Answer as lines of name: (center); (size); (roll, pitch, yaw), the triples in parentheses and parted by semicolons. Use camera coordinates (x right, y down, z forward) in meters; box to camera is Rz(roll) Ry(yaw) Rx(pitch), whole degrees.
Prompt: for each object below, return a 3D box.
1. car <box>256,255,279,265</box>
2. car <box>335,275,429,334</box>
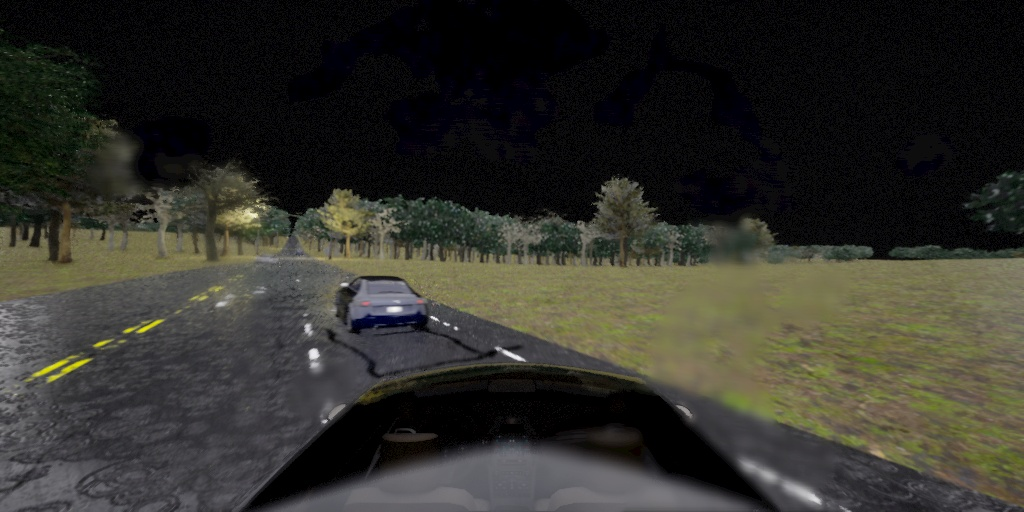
car: (-32.633, 0.551, 47.864); (1.895, 1.301, 4.718); (2, 0, -24)
car: (-3.907, 1.253, 10.472); (1.994, 1.385, 4.181); (2, -1, -31)
